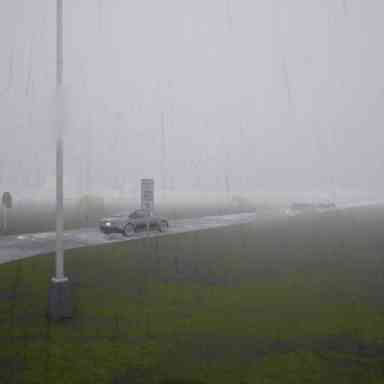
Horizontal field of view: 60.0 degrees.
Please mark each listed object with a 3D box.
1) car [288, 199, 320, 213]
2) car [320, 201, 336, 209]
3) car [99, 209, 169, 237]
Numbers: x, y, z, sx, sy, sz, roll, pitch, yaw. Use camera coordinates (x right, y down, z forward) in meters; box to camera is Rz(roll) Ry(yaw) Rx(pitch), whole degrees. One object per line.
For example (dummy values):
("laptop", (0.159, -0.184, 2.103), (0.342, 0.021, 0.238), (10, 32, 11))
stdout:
("car", (14.544, 1.790, 42.945), (1.882, 1.535, 5.008), (0, -1, 37))
("car", (20.765, 1.974, 51.409), (1.895, 1.301, 4.718), (0, -1, 37))
("car", (-3.199, 1.671, 19.098), (1.994, 1.385, 4.181), (0, -1, 37))
